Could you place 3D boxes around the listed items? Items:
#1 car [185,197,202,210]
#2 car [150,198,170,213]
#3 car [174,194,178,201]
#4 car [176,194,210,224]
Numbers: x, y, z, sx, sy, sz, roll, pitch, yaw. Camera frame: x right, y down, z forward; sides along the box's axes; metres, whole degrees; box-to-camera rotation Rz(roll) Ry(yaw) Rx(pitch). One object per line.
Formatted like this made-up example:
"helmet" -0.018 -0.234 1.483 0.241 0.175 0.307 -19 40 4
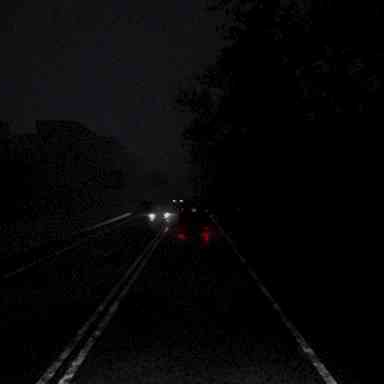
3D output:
"car" 0.179 1.366 41.490 2.033 1.411 5.357 0 0 0
"car" -3.282 1.375 34.811 1.812 1.442 4.674 0 0 0
"car" -3.097 1.125 75.618 1.882 1.535 5.008 0 0 0
"car" 0.142 1.249 24.099 2.097 1.767 4.553 0 0 0
